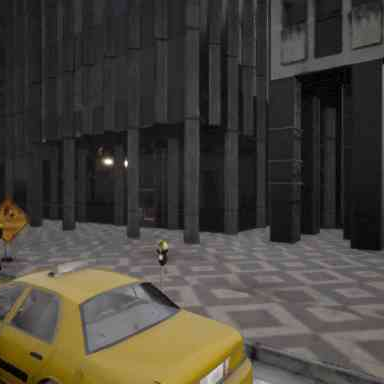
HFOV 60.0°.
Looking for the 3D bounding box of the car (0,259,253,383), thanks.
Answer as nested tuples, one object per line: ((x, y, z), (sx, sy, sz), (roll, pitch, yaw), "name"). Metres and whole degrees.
((-1.681, 1.525, 4.160), (4.829, 1.417, 1.752), (0, 0, 36), "car")

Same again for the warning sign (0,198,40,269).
((-5.291, 1.114, 9.572), (1.060, 1.860, 1.300), (0, 0, 35), "warning sign")
